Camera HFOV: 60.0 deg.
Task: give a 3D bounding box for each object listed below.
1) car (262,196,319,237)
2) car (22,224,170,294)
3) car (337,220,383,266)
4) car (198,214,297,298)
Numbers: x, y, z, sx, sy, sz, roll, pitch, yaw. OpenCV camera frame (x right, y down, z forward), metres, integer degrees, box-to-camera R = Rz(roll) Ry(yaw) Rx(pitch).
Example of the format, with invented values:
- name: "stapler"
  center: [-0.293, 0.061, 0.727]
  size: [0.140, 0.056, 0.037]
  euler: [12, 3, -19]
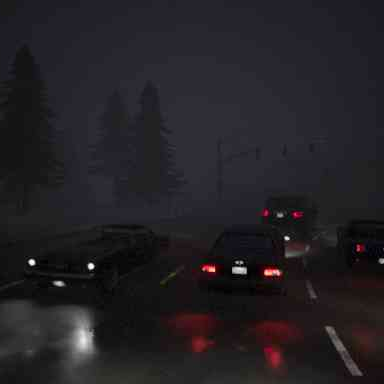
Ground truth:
- name: "car"
  center: [5.481, 1.213, 18.222]
  size: [2.150, 2.045, 5.566]
  euler: [0, 0, 28]
- name: "car"
  center: [-2.198, 1.599, 9.052]
  size: [1.895, 1.301, 4.718]
  euler: [0, 0, 15]
- name: "car"
  center: [6.001, 1.595, 11.151]
  size: [1.895, 1.301, 4.718]
  euler: [0, 0, 20]
- name: "car"
  center: [1.544, 1.544, 8.773]
  size: [2.033, 1.411, 5.357]
  euler: [0, 0, 15]
